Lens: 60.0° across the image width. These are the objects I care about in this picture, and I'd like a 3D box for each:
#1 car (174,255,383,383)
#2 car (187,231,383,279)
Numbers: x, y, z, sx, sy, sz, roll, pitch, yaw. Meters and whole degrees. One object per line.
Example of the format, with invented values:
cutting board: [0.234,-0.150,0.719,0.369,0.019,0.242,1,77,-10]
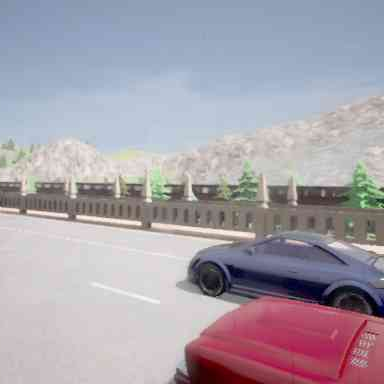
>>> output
car: [2.181,1.609,2.437,4.718,1.301,1.895,2,1,35]
car: [1.967,1.511,6.890,4.181,1.385,1.994,2,1,36]
